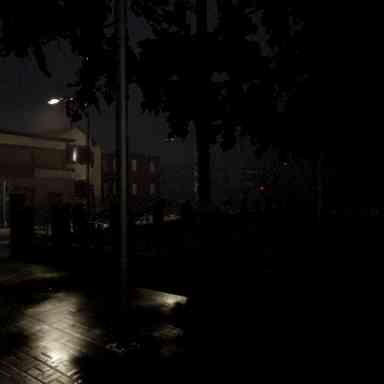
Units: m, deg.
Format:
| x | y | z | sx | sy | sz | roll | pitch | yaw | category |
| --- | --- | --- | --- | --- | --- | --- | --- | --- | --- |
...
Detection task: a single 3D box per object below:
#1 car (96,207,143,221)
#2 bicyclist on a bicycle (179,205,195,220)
| x | y | z | sx | sy | sz | roll | pitch | yaw | category |
| --- | --- | --- | --- | --- | --- | --- | --- | --- | --- |
| -6.181 | 1.762 | 28.729 | 1.994 | 1.385 | 4.181 | -1 | 0 | 36 | car |
| -0.232 | 1.471 | 22.633 | 1.656 | 1.620 | 0.582 | -1 | 0 | 35 | bicyclist on a bicycle |
